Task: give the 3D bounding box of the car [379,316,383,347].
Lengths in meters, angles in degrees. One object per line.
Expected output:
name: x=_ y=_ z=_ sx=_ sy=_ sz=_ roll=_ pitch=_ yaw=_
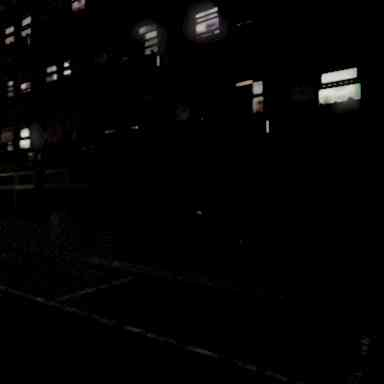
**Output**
car: x=4.631 y=1.632 z=3.283 sx=4.829 sy=1.417 sz=1.752 roll=1 pitch=-2 yaw=33
